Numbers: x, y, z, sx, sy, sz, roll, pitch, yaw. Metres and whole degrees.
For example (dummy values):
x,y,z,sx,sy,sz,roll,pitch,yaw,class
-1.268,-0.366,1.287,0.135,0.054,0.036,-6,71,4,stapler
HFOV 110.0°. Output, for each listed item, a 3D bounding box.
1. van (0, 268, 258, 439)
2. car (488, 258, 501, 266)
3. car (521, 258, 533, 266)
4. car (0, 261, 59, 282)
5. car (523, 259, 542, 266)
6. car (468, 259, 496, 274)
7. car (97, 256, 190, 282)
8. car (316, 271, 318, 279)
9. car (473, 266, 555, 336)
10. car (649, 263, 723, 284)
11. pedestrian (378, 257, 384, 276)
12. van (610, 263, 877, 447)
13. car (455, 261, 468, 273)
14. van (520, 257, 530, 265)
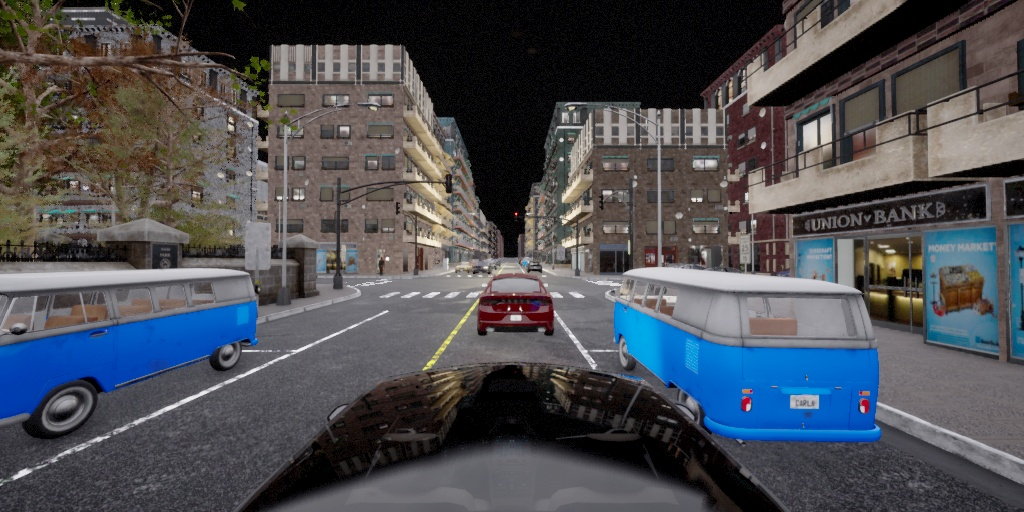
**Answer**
x,y,z,sx,sy,sz,roll,pitch,yaw,class
-5.659,1.092,5.110,1.690,1.789,3.998,0,0,0,van
-3.136,1.260,51.991,2.128,1.511,4.902,0,0,0,car
2.650,1.317,48.705,2.007,1.370,4.403,0,0,0,car
-36.851,1.086,26.020,5.357,1.411,2.033,0,-1,0,car
2.655,1.330,43.063,1.948,1.339,4.313,0,0,0,car
-3.148,1.310,38.556,2.033,1.411,5.357,0,0,0,car
-26.484,0.946,25.905,4.553,1.767,2.097,0,-1,1,car
-16.626,1.139,25.794,4.902,1.511,2.128,0,-1,1,car
0.090,1.230,10.475,1.882,1.535,5.008,0,0,0,car
13.772,1.364,28.667,4.902,1.511,2.128,0,-1,1,car
-12.568,0.968,34.491,0.375,1.860,0.375,0,-1,1,pedestrian
2.655,1.092,5.116,1.690,1.789,3.998,0,0,0,van
-5.725,1.290,42.885,1.751,1.417,4.829,0,0,0,car
2.640,1.112,59.990,1.690,1.789,3.998,0,0,0,van
